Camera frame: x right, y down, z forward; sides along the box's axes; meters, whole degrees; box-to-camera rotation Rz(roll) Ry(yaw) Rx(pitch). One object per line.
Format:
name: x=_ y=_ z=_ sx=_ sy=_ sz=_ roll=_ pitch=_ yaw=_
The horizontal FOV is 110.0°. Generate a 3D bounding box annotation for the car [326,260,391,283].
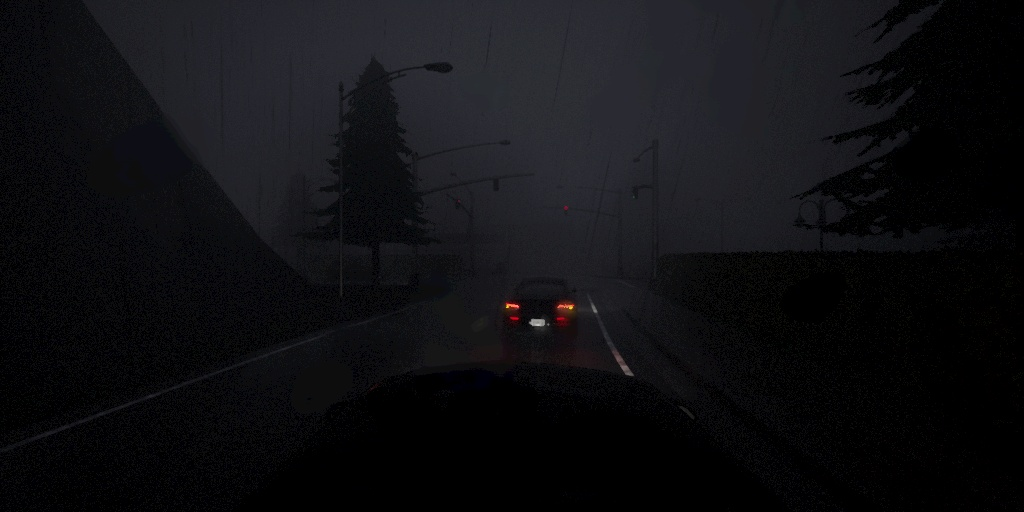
car: x=-11.622 y=1.098 z=27.311 sx=4.553 sy=1.767 sz=2.097 roll=0 pitch=0 yaw=9

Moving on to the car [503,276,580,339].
car: x=0.916 y=1.274 z=10.034 sx=1.812 sy=1.442 sz=4.674 roll=0 pitch=0 yaw=9

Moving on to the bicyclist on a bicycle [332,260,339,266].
bicyclist on a bicycle: x=-17.376 y=1.198 z=35.307 sx=0.582 sy=1.620 sz=1.656 roll=0 pitch=0 yaw=8
